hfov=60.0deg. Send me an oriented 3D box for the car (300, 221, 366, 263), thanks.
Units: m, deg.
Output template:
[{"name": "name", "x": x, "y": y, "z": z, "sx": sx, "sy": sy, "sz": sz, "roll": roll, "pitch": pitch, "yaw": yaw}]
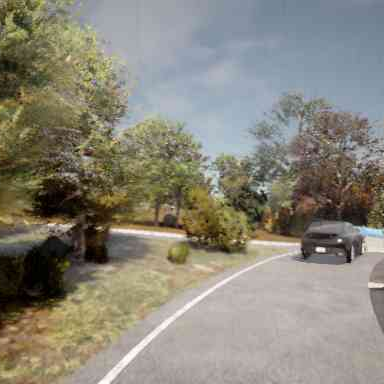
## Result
[{"name": "car", "x": 6.008, "y": 2.006, "z": 14.027, "sx": 1.837, "sy": 1.490, "sz": 4.892, "roll": -2, "pitch": -5, "yaw": 34}]
